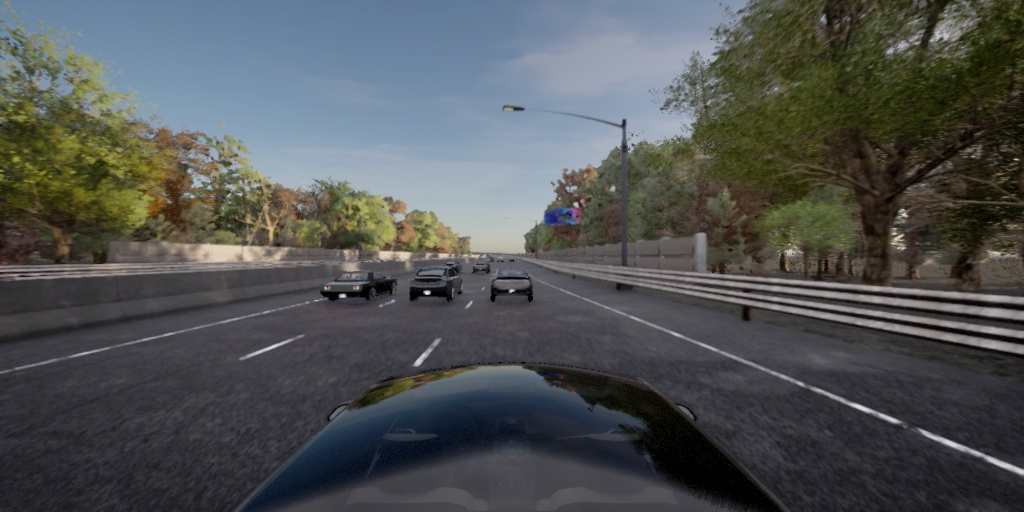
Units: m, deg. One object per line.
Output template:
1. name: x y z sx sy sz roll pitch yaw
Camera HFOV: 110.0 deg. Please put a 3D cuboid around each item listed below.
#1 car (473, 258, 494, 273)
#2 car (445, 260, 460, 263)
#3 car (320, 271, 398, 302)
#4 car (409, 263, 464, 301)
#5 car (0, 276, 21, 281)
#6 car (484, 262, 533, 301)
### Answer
1. car: -3.530 1.259 42.463 2.128 1.511 4.902 0 0 0
2. car: -7.028 1.273 42.661 1.837 1.490 4.892 0 0 0
3. car: -7.010 1.356 17.069 1.895 1.301 4.718 0 0 0
4. car: -3.510 1.263 17.255 1.837 1.490 4.892 0 0 0
5. car: -17.509 1.231 10.678 1.882 1.535 5.008 0 0 0
6. car: -0.011 1.248 17.376 2.128 1.511 4.902 0 0 0
